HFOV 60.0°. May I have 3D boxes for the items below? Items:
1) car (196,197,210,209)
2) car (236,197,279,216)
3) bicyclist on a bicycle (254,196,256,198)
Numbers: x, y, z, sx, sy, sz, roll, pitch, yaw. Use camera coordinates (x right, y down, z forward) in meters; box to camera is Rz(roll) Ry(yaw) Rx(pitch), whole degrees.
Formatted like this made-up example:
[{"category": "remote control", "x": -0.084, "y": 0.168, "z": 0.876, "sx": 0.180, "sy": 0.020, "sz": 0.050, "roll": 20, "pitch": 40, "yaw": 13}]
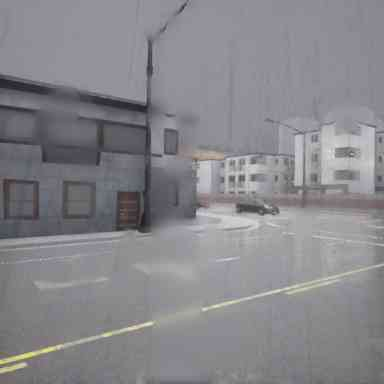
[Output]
[{"category": "car", "x": 0.027, "y": 1.286, "z": 40.927, "sx": 4.674, "sy": 1.442, "sz": 1.812, "roll": 2, "pitch": 0, "yaw": 41}, {"category": "car", "x": 6.590, "y": 1.358, "z": 33.599, "sx": 2.097, "sy": 1.767, "sz": 4.553, "roll": 1, "pitch": 0, "yaw": -38}, {"category": "bicyclist on a bicycle", "x": 9.058, "y": 1.338, "z": 47.874, "sx": 0.582, "sy": 1.620, "sz": 1.656, "roll": 2, "pitch": 0, "yaw": 44}]
